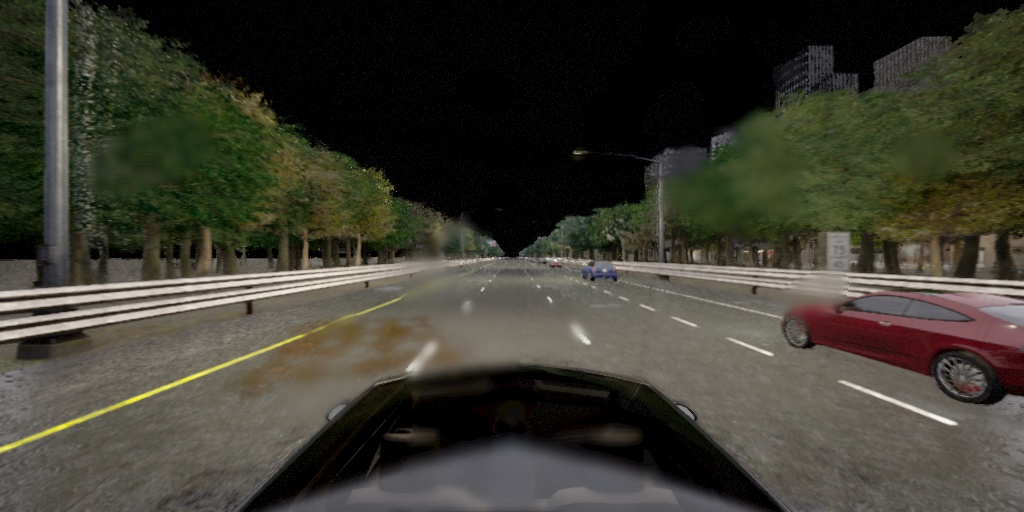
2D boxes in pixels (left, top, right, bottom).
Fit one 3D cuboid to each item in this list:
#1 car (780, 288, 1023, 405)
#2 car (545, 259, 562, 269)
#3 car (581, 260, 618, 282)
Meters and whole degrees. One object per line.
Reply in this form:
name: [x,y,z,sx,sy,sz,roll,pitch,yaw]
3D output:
car: [6.999,1.279,6.170,1.812,1.442,4.674,0,0,0]
car: [7.002,1.390,59.124,1.895,1.301,4.718,0,0,0]
car: [6.991,1.111,29.169,2.097,1.767,4.553,0,0,0]
